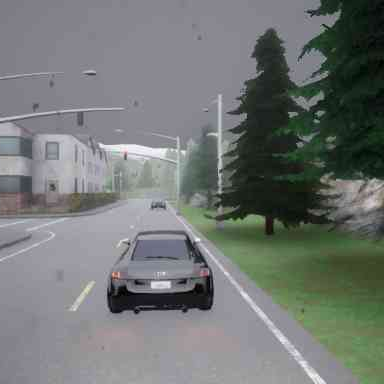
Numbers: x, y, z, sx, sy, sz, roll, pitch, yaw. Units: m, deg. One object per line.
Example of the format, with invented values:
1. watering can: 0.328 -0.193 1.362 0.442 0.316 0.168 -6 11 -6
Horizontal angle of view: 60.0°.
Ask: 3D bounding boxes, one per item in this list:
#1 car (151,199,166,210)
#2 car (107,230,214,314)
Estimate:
1. car: -4.438 1.601 43.926 1.895 1.301 4.718 0 0 -6
2. car: -0.693 1.564 7.711 1.994 1.385 4.181 0 0 -5
